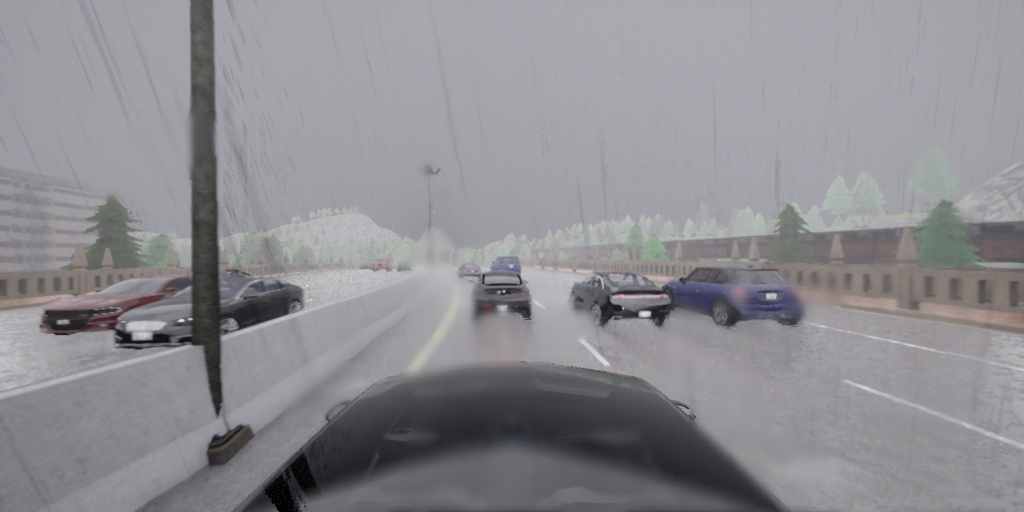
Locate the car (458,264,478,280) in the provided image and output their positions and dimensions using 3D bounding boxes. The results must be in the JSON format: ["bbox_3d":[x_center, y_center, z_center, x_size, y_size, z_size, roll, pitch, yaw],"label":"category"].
[{"bbox_3d":[-3.926,1.403,33.400,2.033,1.411,5.357,0,0,-12],"label":"car"}]

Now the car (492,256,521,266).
[{"bbox_3d":[-0.617,1.052,34.628,2.150,2.045,5.566,0,0,-12],"label":"car"}]

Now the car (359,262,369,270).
[{"bbox_3d":[-23.900,1.650,59.491,1.994,1.385,4.181,0,0,-11],"label":"car"}]

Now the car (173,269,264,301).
[{"bbox_3d":[-15.584,1.482,19.387,1.994,1.385,4.181,0,0,-10],"label":"car"}]

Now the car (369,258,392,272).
[{"bbox_3d":[-18.801,1.248,52.101,2.150,2.045,5.566,0,0,-12],"label":"car"}]

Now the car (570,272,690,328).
[{"bbox_3d":[3.163,1.242,11.345,2.128,1.511,4.902,0,0,-4],"label":"car"}]

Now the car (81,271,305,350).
[{"bbox_3d":[-7.388,1.311,9.451,2.128,1.511,4.902,0,0,-4],"label":"car"}]

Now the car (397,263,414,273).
[{"bbox_3d":[-14.616,1.585,49.215,1.895,1.301,4.718,0,0,-12],"label":"car"}]

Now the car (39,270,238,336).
[{"bbox_3d":[-11.006,1.328,11.103,1.882,1.535,5.008,0,0,-5],"label":"car"}]

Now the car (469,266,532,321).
[{"bbox_3d":[-0.435,1.284,12.708,1.837,1.490,4.892,0,0,-5],"label":"car"}]

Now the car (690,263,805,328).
[{"bbox_3d":[6.643,1.079,11.480,2.097,1.767,4.553,0,0,-3],"label":"car"}]
